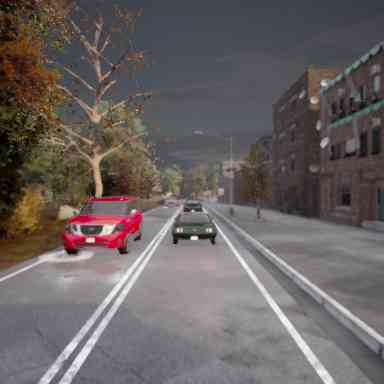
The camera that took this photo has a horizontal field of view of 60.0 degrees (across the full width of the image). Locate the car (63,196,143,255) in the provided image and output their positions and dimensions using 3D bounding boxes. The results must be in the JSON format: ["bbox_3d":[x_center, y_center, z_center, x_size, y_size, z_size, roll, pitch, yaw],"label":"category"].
[{"bbox_3d":[-3.345,1.220,13.646,2.150,2.045,5.566,0,0,-1],"label":"car"}]

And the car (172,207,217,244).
[{"bbox_3d":[0.100,1.599,15.857,1.895,1.301,4.718,0,0,0],"label":"car"}]

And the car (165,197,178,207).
[{"bbox_3d":[-3.391,1.561,55.901,2.097,1.767,4.553,0,-1,0],"label":"car"}]

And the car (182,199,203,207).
[{"bbox_3d":[0.080,1.517,33.619,1.837,1.490,4.892,0,0,0],"label":"car"}]
